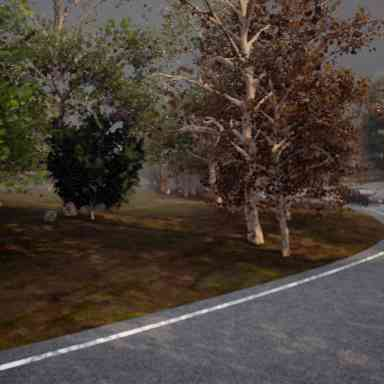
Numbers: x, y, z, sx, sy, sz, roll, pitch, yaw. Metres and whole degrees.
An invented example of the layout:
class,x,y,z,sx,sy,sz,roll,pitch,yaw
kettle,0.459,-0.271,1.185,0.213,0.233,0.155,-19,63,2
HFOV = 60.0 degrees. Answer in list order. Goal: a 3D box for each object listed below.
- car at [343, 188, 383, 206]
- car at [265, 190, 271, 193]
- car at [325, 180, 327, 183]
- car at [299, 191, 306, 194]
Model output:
class,x,y,z,sx,sy,sz,roll,pitch,yaw
car,15.392,0.404,29.937,1.812,1.442,4.674,-3,3,-6
car,12.032,-0.292,50.607,2.033,1.411,5.357,-3,3,10
car,25.618,-1.762,63.341,4.181,1.385,1.994,-5,3,-24
car,15.173,-0.574,48.213,2.097,1.767,4.553,-3,3,8
